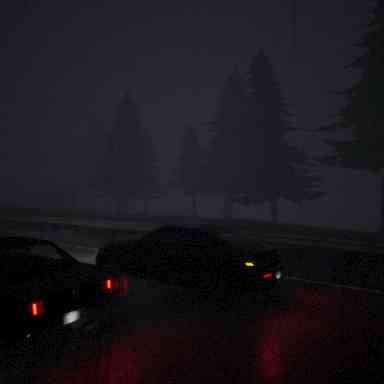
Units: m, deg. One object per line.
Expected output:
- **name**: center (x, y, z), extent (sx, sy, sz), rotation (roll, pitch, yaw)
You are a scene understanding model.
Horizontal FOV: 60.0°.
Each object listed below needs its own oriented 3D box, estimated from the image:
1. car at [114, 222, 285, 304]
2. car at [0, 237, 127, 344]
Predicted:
- **car**: center (-0.199, 1.440, 7.903), extent (4.674, 1.442, 1.812), rotation (1, 1, 32)
- **car**: center (-3.641, 1.492, 5.968), extent (4.718, 1.301, 1.895), rotation (1, 1, 31)
